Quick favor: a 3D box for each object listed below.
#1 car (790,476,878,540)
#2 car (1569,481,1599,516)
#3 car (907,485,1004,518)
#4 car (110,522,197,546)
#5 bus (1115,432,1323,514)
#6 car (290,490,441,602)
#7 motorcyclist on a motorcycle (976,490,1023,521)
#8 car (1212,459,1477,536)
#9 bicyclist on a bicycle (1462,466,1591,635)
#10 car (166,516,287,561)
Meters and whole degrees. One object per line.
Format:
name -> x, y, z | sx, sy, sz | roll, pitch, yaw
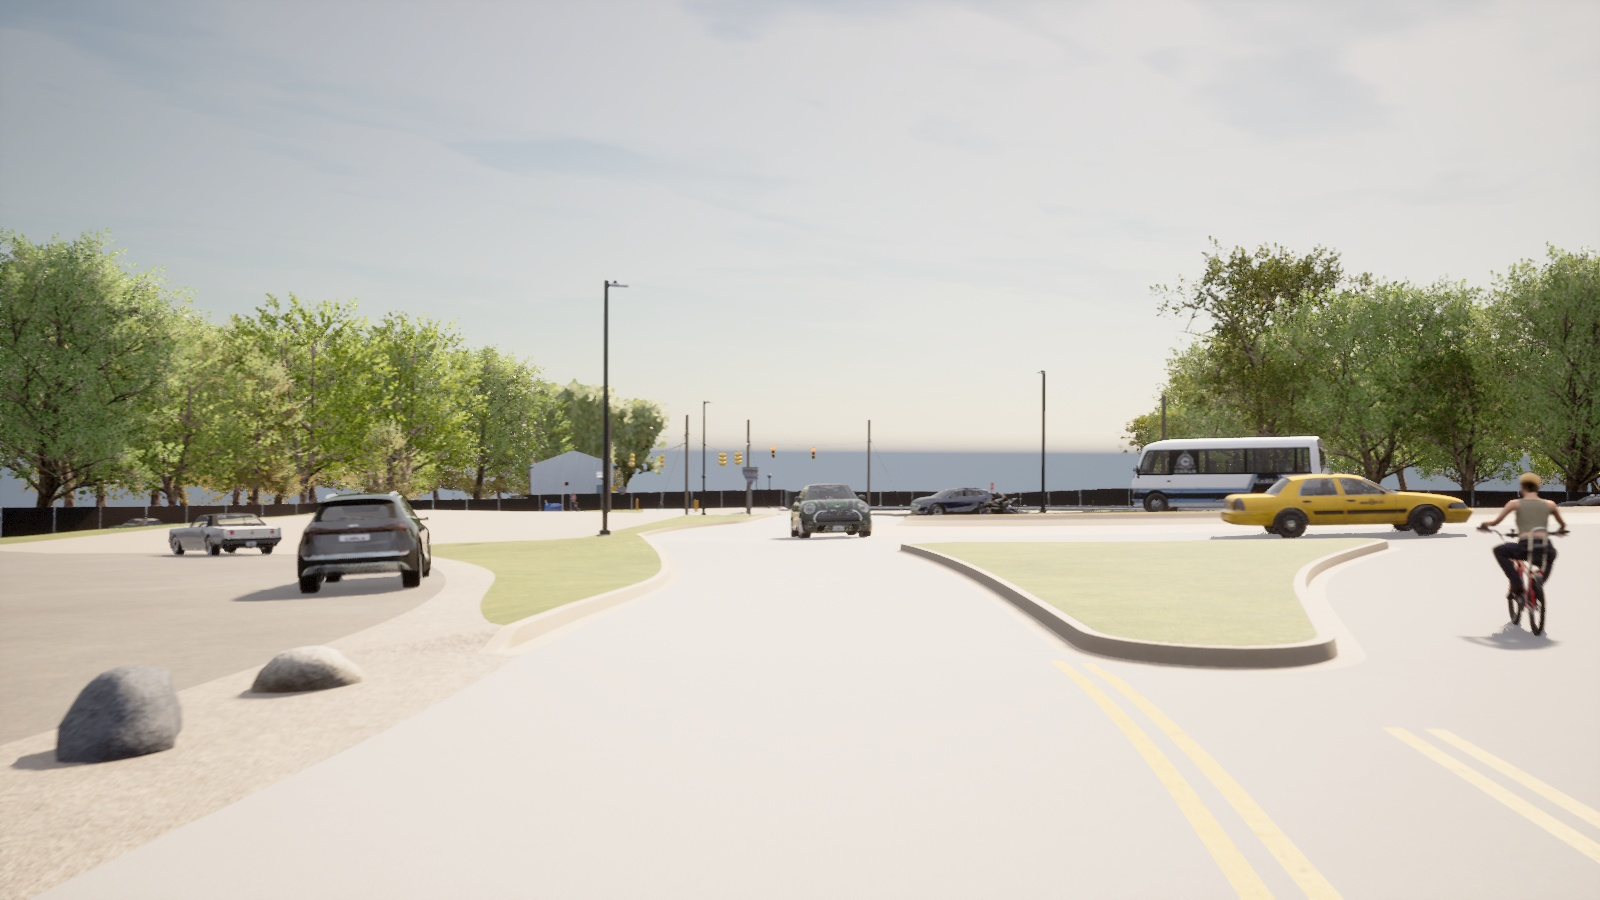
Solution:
car -> 0.969, 1.797, 38.675 | 2.097, 1.767, 4.553 | -2, -3, -6
car -> 35.189, 2.040, 53.938 | 1.994, 1.385, 4.181 | -2, -5, 6
car -> 8.439, 2.786, 68.297 | 4.856, 1.649, 2.033 | 0, 0, -22
car -> -41.759, 5.395, 81.173 | 1.895, 1.301, 4.718 | 0, -1, 30
bus -> 23.070, 1.327, 69.384 | 10.273, 4.253, 3.944 | -2, -1, 28
car -> -7.581, 1.620, 22.347 | 2.033, 1.649, 4.856 | -3, -2, -14
motorcyclist on a motorcycle -> 10.167, 2.816, 63.992 | 2.191, 1.530, 0.866 | 0, -3, -24
car -> 12.648, 1.098, 29.491 | 5.366, 1.575, 1.801 | -2, -1, 9
bicyclist on a bicycle -> 7.434, 0.982, 12.927 | 0.866, 1.612, 1.509 | 0, -1, 19
car -> -18.145, 2.798, 39.634 | 4.718, 1.301, 1.895 | -4, -4, 44
